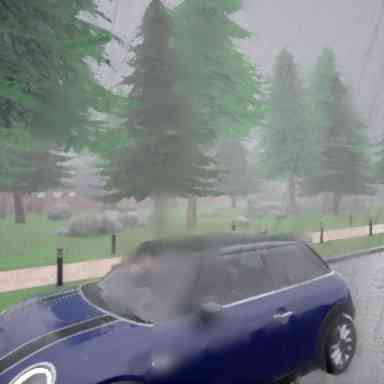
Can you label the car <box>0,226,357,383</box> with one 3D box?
[{"bbox_3d":[-0.067,1.352,3.956,4.553,1.767,2.097,0,0,-36],"label":"car"}]
